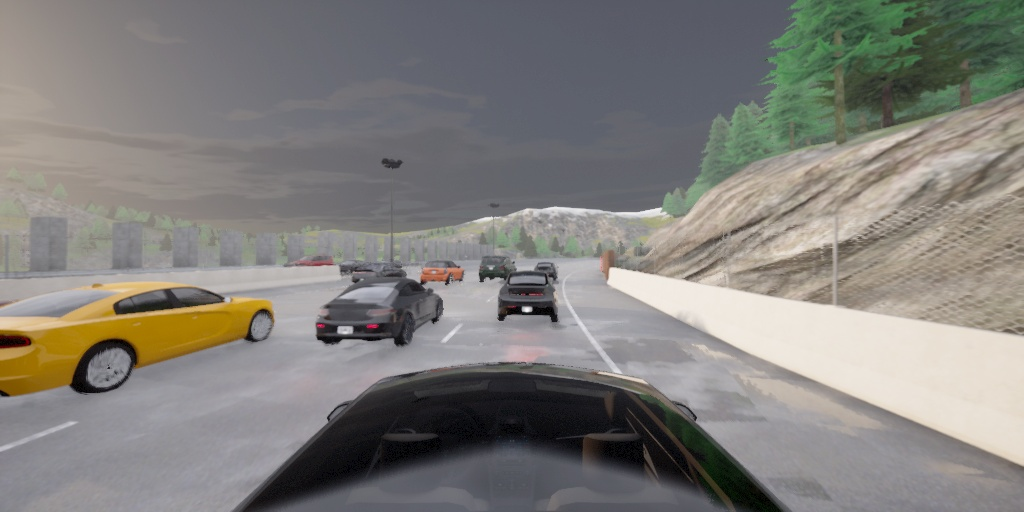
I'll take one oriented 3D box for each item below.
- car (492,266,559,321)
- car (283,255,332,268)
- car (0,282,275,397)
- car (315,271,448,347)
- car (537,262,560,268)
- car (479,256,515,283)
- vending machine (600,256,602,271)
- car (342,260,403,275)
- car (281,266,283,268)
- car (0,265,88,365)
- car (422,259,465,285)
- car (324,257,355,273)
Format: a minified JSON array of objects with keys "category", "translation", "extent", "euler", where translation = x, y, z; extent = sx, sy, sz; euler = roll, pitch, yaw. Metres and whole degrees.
[{"category":"car","translation":[0.585,1.264,12.557],"extent":[1.837,1.490,4.892],"euler":[0,0,4]},{"category":"car","translation":[-23.490,0.937,42.258],"extent":[2.150,2.045,5.566],"euler":[0,0,13]},{"category":"car","translation":[-6.732,1.213,6.670],"extent":[1.882,1.535,5.008],"euler":[0,0,2]},{"category":"car","translation":[-3.137,1.273,9.255],"extent":[1.812,1.442,4.674],"euler":[0,0,2]},{"category":"car","translation":[2.942,1.283,30.849],"extent":[1.837,1.490,4.892],"euler":[0,0,10]},{"category":"car","translation":[-1.067,0.987,28.364],"extent":[2.150,2.045,5.566],"euler":[0,0,9]},{"category":"vending machine","translation":[12.613,1.012,49.447],"extent":[1.100,2.100,0.880],"euler":[0,0,18]},{"category":"car","translation":[-8.774,1.234,24.046],"extent":[2.128,1.511,4.902],"euler":[0,0,7]},{"category":"car","translation":[-26.374,1.257,45.364],"extent":[2.033,1.411,5.357],"euler":[0,0,13]},{"category":"car","translation":[-10.259,1.077,5.481],"extent":[2.097,1.767,4.553],"euler":[0,0,1]},{"category":"car","translation":[-4.936,1.106,26.106],"extent":[2.097,1.767,4.553],"euler":[0,0,8]},{"category":"car","translation":[-17.208,1.207,38.239],"extent":[1.882,1.535,5.008],"euler":[0,0,12]}]
